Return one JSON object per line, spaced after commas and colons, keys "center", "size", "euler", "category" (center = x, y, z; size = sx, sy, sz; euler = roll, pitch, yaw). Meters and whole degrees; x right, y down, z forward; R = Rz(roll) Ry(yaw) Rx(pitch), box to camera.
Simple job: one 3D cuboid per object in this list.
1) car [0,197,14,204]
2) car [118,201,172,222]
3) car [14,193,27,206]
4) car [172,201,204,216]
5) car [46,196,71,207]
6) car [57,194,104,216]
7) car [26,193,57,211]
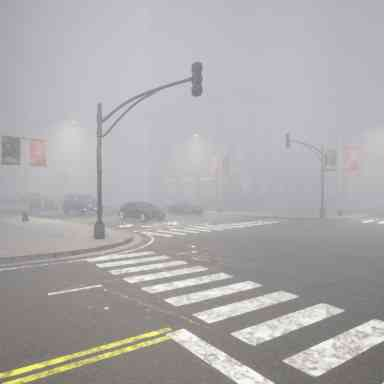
{"center": [-33.657, 1.531, 60.975], "size": [1.994, 1.385, 4.181], "euler": [0, 0, -45], "category": "car"}
{"center": [-4.041, 1.493, 26.397], "size": [1.837, 1.490, 4.892], "euler": [0, 0, -44], "category": "car"}
{"center": [-26.077, 1.197, 53.379], "size": [5.566, 2.045, 2.150], "euler": [0, 0, 45], "category": "car"}
{"center": [-0.834, 1.559, 32.632], "size": [1.994, 1.385, 4.181], "euler": [0, 0, -45], "category": "car"}
{"center": [-21.514, 1.459, 53.403], "size": [1.882, 1.535, 5.008], "euler": [0, 0, -45], "category": "car"}
{"center": [-11.052, 1.206, 33.428], "size": [2.150, 2.045, 5.566], "euler": [0, 0, -45], "category": "car"}
{"center": [-18.143, 1.332, 40.548], "size": [2.097, 1.767, 4.553], "euler": [0, 0, -45], "category": "car"}
